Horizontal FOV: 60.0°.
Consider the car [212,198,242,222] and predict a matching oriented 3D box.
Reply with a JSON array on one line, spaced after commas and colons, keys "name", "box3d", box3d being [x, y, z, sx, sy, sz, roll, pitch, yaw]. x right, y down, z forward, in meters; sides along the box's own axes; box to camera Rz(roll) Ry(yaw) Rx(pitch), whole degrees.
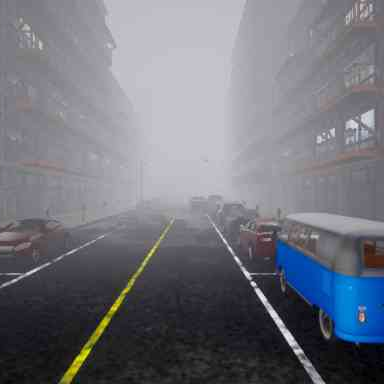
[{"name": "car", "box3d": [2.702, 1.441, 23.110, 1.967, 1.590, 4.097, 1, 0, 0]}]

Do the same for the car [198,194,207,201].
[{"name": "car", "box3d": [2.703, 1.396, 85.489, 1.967, 1.590, 4.097, 1, 0, 0]}]

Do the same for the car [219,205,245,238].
[{"name": "car", "box3d": [2.700, 1.568, 17.439, 1.947, 1.339, 4.313, 1, 0, 0]}]

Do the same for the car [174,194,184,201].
[{"name": "car", "box3d": [-3.000, 1.265, 76.737, 2.097, 1.767, 4.553, 0, 0, 0]}]

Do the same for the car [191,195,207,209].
[{"name": "car", "box3d": [0.867, 1.347, 46.028, 2.097, 1.767, 4.553, 0, 0, 0]}]

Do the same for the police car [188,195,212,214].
[{"name": "police car", "box3d": [0.697, 1.421, 36.156, 1.930, 1.638, 5.238, 0, 0, -2]}]

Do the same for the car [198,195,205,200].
[{"name": "car", "box3d": [2.702, 1.530, 91.162, 1.802, 1.307, 4.206, 1, 0, 0]}]

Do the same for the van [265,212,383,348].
[{"name": "van", "box3d": [2.703, 1.342, 6.097, 1.690, 1.788, 3.998, 1, 0, 0]}]

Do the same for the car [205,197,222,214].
[{"name": "car", "box3d": [2.701, 1.549, 34.451, 2.008, 1.369, 4.403, 1, 0, 0]}]

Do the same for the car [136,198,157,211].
[{"name": "car", "box3d": [-5.680, 1.577, 40.180, 1.802, 1.307, 4.206, 1, 0, 0]}]

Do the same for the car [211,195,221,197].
[{"name": "car", "box3d": [2.704, 1.310, 40.123, 2.192, 1.841, 5.009, 1, 0, 0]}]

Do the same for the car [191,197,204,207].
[{"name": "car", "box3d": [0.844, 1.500, 52.060, 1.837, 1.490, 4.892, 0, 0, 0]}]

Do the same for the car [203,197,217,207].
[{"name": "car", "box3d": [2.701, 1.532, 51.464, 1.887, 1.381, 4.507, 1, 0, 0]}]

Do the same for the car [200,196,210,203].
[{"name": "car", "box3d": [2.701, 1.499, 68.647, 1.752, 1.417, 4.829, 1, 0, 0]}]

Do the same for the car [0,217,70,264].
[{"name": "car", "box3d": [-5.681, 1.583, 11.825, 1.802, 1.307, 4.206, 1, 0, 0]}]

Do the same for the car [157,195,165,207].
[{"name": "car", "box3d": [-5.680, 1.553, 51.524, 1.947, 1.339, 4.313, 1, 0, 0]}]

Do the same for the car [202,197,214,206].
[{"name": "car", "box3d": [2.701, 1.528, 57.135, 1.887, 1.381, 4.507, 1, 0, 0]}]

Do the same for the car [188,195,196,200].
[{"name": "car", "box3d": [-0.001, 1.405, 86.239, 1.994, 1.385, 4.181, 0, 0, 0]}]

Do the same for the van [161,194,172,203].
[{"name": "van", "box3d": [-5.676, 1.315, 68.538, 1.690, 1.788, 3.998, 1, 0, 0]}]

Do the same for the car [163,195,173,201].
[{"name": "car", "box3d": [-5.679, 1.513, 79.881, 2.008, 1.369, 4.403, 1, 0, 0]}]

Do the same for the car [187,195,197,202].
[{"name": "car", "box3d": [0.000, 1.395, 71.238, 2.128, 1.511, 4.902, 0, 0, 0]}]

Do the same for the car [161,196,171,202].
[{"name": "car", "box3d": [-5.679, 1.513, 74.209, 1.887, 1.381, 4.507, 1, 0, 0]}]

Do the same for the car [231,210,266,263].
[{"name": "car", "box3d": [2.700, 1.546, 11.769, 1.887, 1.381, 4.507, 1, 0, 0]}]

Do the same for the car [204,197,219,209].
[{"name": "car", "box3d": [2.701, 1.517, 45.964, 1.752, 1.417, 4.829, 1, 0, 0]}]

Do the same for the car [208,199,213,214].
[{"name": "car", "box3d": [2.701, 1.551, 28.781, 2.008, 1.369, 4.403, 1, 0, 0]}]
